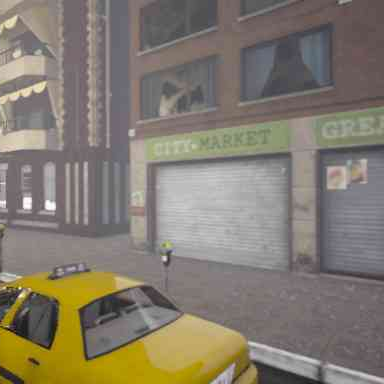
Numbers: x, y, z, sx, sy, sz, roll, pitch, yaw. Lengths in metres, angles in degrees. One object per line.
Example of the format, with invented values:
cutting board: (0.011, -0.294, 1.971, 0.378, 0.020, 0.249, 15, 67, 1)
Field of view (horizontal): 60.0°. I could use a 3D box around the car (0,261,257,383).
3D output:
car: (-1.654, 1.537, 4.064, 4.829, 1.417, 1.752, 0, 0, 36)
